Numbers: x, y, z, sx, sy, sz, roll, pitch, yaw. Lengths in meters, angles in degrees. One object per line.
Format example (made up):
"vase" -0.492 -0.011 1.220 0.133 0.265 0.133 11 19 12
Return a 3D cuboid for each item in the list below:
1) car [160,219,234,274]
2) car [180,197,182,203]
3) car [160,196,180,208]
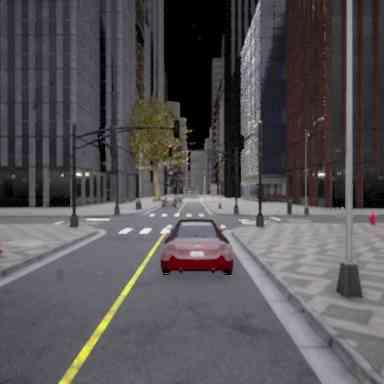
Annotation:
"car" 0.134 1.522 10.391 1.994 1.385 4.181 0 0 0
"car" -2.844 1.346 60.536 1.994 1.385 4.181 0 0 1
"car" -2.950 1.367 43.730 1.812 1.442 4.674 0 0 0
